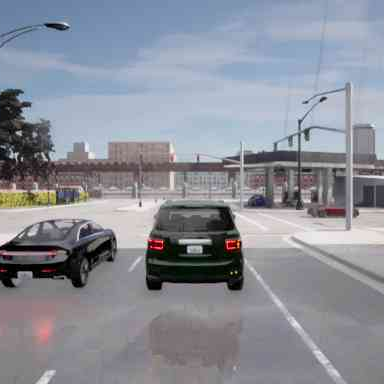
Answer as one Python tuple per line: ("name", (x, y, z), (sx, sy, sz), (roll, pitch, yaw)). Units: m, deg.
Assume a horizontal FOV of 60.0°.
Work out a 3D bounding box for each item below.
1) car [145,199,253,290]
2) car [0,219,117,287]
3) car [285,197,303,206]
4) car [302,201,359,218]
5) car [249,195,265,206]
("car", (0.074, 1.219, 9.189), (2.150, 2.045, 5.566), (0, 0, 0))
("car", (-3.430, 1.489, 9.274), (2.128, 1.511, 4.902), (0, 0, 0))
("car", (15.398, 1.440, 50.142), (1.970, 1.475, 3.806), (0, 0, 0))
("car", (12.357, 1.555, 29.245), (4.181, 1.385, 1.994), (0, 0, -1))
("car", (9.654, 1.280, 49.373), (2.242, 1.667, 4.611), (0, 0, 0))
